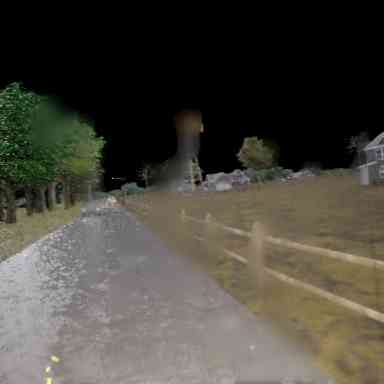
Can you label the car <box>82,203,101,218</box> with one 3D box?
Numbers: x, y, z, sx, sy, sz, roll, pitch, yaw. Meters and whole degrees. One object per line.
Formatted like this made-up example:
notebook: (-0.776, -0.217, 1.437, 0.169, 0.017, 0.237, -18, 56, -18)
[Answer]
car: (-12.257, 2.102, 40.731, 2.097, 1.767, 4.553, -4, 0, -14)
